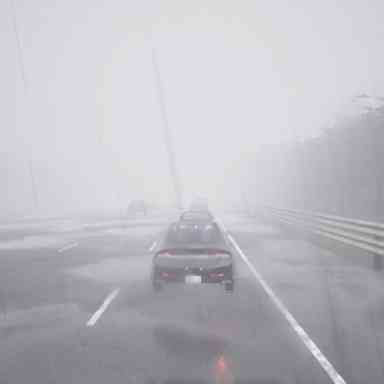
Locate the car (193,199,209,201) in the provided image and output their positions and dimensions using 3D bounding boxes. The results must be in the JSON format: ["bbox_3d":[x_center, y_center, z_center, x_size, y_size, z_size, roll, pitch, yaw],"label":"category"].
[{"bbox_3d":[0.991,1.849,37.833,1.994,1.385,4.181,0,-1,2],"label":"car"}]

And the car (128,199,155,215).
[{"bbox_3d":[-5.994,1.631,38.509,2.097,1.767,4.553,0,-1,1],"label":"car"}]

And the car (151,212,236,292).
[{"bbox_3d":[0.062,1.518,8.987,2.128,1.511,4.902,0,0,1],"label":"car"}]

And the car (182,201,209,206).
[{"bbox_3d":[0.561,1.709,28.032,2.033,1.411,5.357,0,-1,2],"label":"car"}]

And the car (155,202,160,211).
[{"bbox_3d":[-5.738,1.999,47.354,1.895,1.301,4.718,0,-1,1],"label":"car"}]

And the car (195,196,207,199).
[{"bbox_3d":[1.263,1.646,47.342,2.150,2.045,5.566,0,-1,2],"label":"car"}]

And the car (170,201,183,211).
[{"bbox_3d":[-2.183,1.982,48.996,2.033,1.411,5.357,0,-1,1],"label":"car"}]

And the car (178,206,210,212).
[{"bbox_3d":[0.251,1.676,18.079,1.895,1.301,4.718,0,0,2],"label":"car"}]
